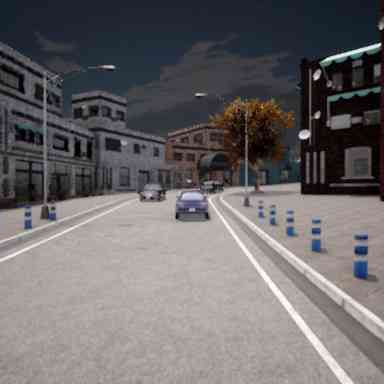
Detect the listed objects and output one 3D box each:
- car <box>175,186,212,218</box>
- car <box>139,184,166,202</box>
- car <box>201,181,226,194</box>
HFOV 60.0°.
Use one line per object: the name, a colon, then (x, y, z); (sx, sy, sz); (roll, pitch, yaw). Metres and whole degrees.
car: (-0.003, 0.642, 19.682); (1.812, 1.442, 4.674); (0, 3, 0)
car: (-3.541, 0.049, 30.184); (2.128, 1.511, 4.902); (0, 3, 3)
car: (2.672, -0.628, 41.033); (2.128, 1.511, 4.902); (0, 3, 26)
